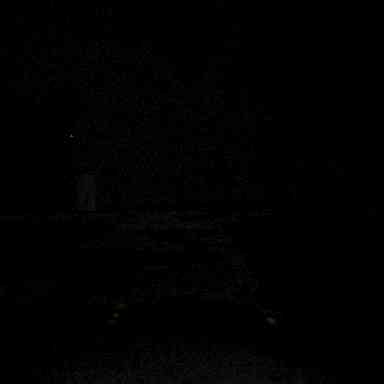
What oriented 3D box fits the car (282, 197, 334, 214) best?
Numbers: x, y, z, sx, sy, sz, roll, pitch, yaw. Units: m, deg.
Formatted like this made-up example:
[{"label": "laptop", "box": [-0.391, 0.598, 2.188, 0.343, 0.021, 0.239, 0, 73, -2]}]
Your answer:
[{"label": "car", "box": [11.379, 1.299, 32.612, 4.892, 1.490, 1.837, -1, 0, 0]}]
